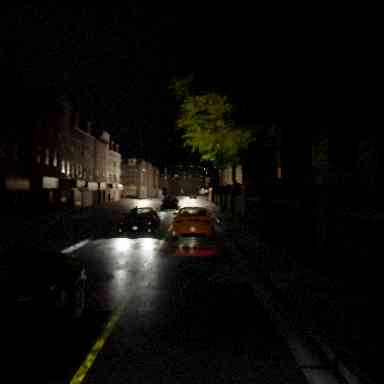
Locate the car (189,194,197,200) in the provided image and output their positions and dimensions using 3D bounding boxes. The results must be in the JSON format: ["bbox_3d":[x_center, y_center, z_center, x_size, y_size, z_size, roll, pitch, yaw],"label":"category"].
[{"bbox_3d":[0.286,1.246,94.192,2.097,1.767,4.553,0,0,0],"label":"car"}]

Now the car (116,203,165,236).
[{"bbox_3d":[-2.782,1.556,18.201,1.994,1.385,4.181,0,0,0],"label":"car"}]

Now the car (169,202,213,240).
[{"bbox_3d":[0.046,1.478,17.046,1.882,1.535,5.008,0,0,0],"label":"car"}]

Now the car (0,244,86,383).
[{"bbox_3d":[-2.840,1.520,4.460,1.812,1.442,4.674,0,0,0],"label":"car"}]

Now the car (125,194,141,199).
[{"bbox_3d":[-14.795,1.260,84.568,4.313,1.339,1.947,1,-1,0],"label":"car"}]

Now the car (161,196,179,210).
[{"bbox_3d":[-2.633,1.339,40.608,2.097,1.767,4.553,0,0,0],"label":"car"}]
